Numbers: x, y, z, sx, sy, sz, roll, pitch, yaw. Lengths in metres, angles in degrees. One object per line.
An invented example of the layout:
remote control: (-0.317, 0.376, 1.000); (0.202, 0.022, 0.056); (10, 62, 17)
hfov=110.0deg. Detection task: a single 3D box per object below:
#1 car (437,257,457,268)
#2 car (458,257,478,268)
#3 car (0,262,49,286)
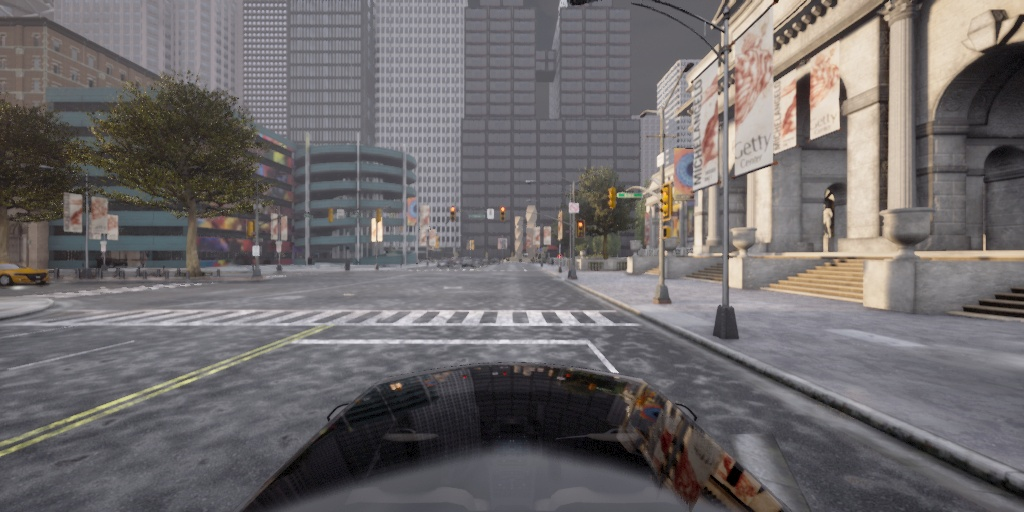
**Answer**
car: (-10.488, 1.138, 56.306); (2.128, 1.511, 4.902); (0, 0, 0)
car: (-6.987, 1.155, 57.289); (1.837, 1.490, 4.892); (0, 0, 0)
car: (-34.048, 1.136, 23.823); (5.008, 1.535, 1.882); (0, 0, -1)
